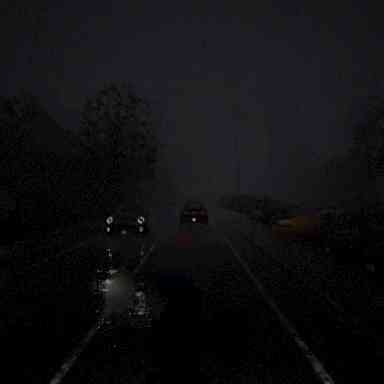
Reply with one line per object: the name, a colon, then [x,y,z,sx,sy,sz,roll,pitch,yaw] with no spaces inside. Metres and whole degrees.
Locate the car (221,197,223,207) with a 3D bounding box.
car: [7.193,1.841,50.163,4.674,1.452,2.002,0,-1,0]

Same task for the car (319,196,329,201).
car: [20.250,1.682,44.399,5.008,1.535,2.097,0,-1,0]

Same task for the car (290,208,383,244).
car: [7.002,1.564,14.095,4.792,1.488,2.163,0,0,0]

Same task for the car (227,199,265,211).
car: [7.195,1.719,44.606,4.792,1.488,2.163,0,-1,0]

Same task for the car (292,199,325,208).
car: [20.301,1.961,58.246,5.008,1.535,2.097,0,-1,0]

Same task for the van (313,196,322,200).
van: [20.140,1.512,47.174,4.442,1.987,1.878,0,-1,0]

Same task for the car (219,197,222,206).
car: [7.173,1.887,52.941,4.792,1.488,2.163,0,-1,0]

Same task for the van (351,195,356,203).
van: [20.325,1.396,36.234,4.442,1.987,1.878,0,0,0]

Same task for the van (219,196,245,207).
van: [7.356,1.800,61.271,4.442,1.987,1.878,0,-1,0]

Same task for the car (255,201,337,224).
car: [7.061,1.570,22.424,4.892,1.521,2.231,0,0,0]

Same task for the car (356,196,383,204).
car: [20.168,1.359,33.464,5.566,2.045,2.435,0,0,0]

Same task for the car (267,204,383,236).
car: [6.858,1.543,16.873,5.366,1.575,1.946,0,0,0]

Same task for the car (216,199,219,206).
car: [7.232,1.969,58.491,5.008,1.535,2.097,0,-1,0]

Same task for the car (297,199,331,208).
car: [20.288,1.907,55.477,4.892,1.521,2.231,0,-1,0]

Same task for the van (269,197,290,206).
van: [20.510,2.154,77.756,4.442,1.987,1.878,0,-2,0]

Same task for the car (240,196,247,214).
car: [7.073,1.477,30.753,4.553,1.767,2.185,0,0,0]

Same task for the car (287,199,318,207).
car: [20.314,2.020,61.142,5.008,1.535,2.097,0,-1,0]

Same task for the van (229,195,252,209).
van: [7.024,1.411,39.082,4.442,1.987,1.878,0,0,0]

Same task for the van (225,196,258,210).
van: [7.061,1.519,47.394,4.442,1.987,1.878,0,-1,0]

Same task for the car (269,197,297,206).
car: [20.407,2.054,74.866,5.566,2.045,2.435,0,-2,0]

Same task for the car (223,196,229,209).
car: [7.182,1.397,41.858,5.566,2.045,2.435,0,0,0]

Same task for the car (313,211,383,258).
car: [6.989,1.552,11.319,4.792,1.488,2.163,0,0,0]

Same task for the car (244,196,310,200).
car: [7.061,1.466,27.977,4.553,1.767,2.185,0,0,0]

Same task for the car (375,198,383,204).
car: [20.178,1.598,30.568,5.008,1.535,2.097,0,0,0]

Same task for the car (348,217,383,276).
car: [6.977,1.541,8.543,4.792,1.488,2.163,0,0,0]

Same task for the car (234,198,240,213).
car: [7.111,1.614,33.529,5.008,1.535,2.097,0,0,0]

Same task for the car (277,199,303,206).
car: [20.349,2.186,69.326,4.892,1.521,2.231,0,-1,0]

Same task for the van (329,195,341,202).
van: [20.117,1.419,41.783,4.442,1.987,1.878,0,-1,0]

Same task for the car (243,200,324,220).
car: [6.894,1.577,25.201,5.366,1.575,1.946,0,0,0]

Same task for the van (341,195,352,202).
van: [20.337,1.407,38.879,4.442,1.987,1.878,0,0,0]

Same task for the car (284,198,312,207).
car: [20.299,1.948,63.789,4.553,1.767,2.185,0,-1,0]

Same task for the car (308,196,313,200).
car: [20.085,1.791,49.937,5.366,1.575,1.946,0,-1,0]

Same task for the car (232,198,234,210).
car: [7.132,1.666,36.304,4.674,1.452,2.002,0,0,0]

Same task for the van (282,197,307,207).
van: [20.459,1.904,66.560,4.442,1.987,1.878,0,-1,0]

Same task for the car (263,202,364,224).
car: [7.062,1.558,19.648,4.892,1.521,2.231,0,0,0]

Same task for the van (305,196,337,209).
van: [20.398,1.624,52.711,4.442,1.987,1.878,0,-1,0]

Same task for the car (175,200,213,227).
car: [0.141,1.564,23.635,2.128,1.511,4.902,0,0,0]

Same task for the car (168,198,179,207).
car: [-3.123,1.884,60.844,2.097,1.767,4.553,0,-1,1]

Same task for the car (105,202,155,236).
car: [-3.321,1.403,18.505,2.097,1.767,4.553,0,0,0]

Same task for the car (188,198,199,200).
car: [0.189,1.562,40.685,2.097,1.767,4.553,0,-1,0]
